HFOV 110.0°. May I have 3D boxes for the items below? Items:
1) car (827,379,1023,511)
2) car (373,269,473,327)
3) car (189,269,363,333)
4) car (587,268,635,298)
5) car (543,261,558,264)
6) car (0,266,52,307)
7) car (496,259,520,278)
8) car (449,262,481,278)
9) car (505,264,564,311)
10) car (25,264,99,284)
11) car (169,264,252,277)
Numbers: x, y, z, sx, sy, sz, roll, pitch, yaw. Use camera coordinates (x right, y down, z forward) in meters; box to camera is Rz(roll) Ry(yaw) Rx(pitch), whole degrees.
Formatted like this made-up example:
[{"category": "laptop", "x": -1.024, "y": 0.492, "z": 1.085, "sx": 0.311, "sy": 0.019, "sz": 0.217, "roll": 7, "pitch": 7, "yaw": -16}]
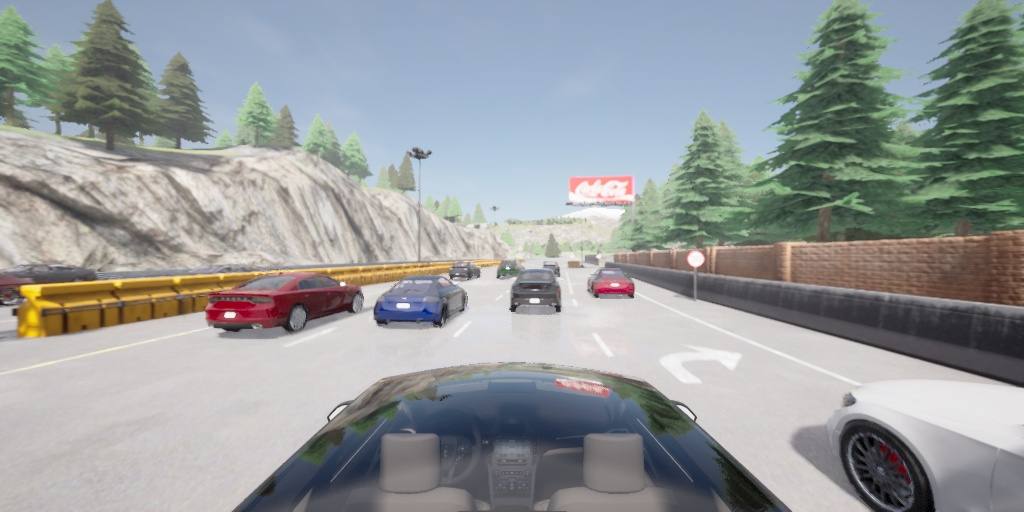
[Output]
[{"category": "car", "x": 3.690, "y": 1.281, "z": 1.201, "sx": 1.812, "sy": 1.442, "sz": 4.674, "roll": 0, "pitch": 0, "yaw": 1}, {"category": "car", "x": -2.758, "y": 1.309, "z": 11.638, "sx": 1.994, "sy": 1.385, "sz": 4.181, "roll": 0, "pitch": 0, "yaw": 5}, {"category": "car", "x": -6.340, "y": 1.218, "z": 10.767, "sx": 1.882, "sy": 1.535, "sz": 5.008, "roll": 0, "pitch": 0, "yaw": 4}, {"category": "car", "x": 5.068, "y": 1.318, "z": 18.752, "sx": 1.994, "sy": 1.385, "sz": 4.181, "roll": 0, "pitch": 0, "yaw": 7}, {"category": "car", "x": 3.869, "y": 1.241, "z": 35.961, "sx": 2.128, "sy": 1.511, "sz": 4.902, "roll": 0, "pitch": 0, "yaw": 8}, {"category": "car", "x": -20.458, "y": 1.246, "z": 12.762, "sx": 1.812, "sy": 1.442, "sz": 4.674, "roll": 0, "pitch": 0, "yaw": 5}, {"category": "car", "x": -0.062, "y": 1.096, "z": 33.080, "sx": 2.097, "sy": 1.767, "sz": 4.553, "roll": 0, "pitch": 0, "yaw": 8}, {"category": "car", "x": -3.946, "y": 1.231, "z": 30.571, "sx": 2.128, "sy": 1.511, "sz": 4.902, "roll": 0, "pitch": 0, "yaw": 8}, {"category": "car", "x": 1.013, "y": 1.254, "z": 14.413, "sx": 1.837, "sy": 1.490, "sz": 4.892, "roll": 0, "pitch": 0, "yaw": 6}, {"category": "car", "x": -26.723, "y": 1.202, "z": 20.110, "sx": 2.128, "sy": 1.511, "sz": 4.902, "roll": 0, "pitch": 0, "yaw": 7}, {"category": "car", "x": -16.202, "y": 1.217, "z": 19.698, "sx": 2.128, "sy": 1.511, "sz": 4.902, "roll": 0, "pitch": 0, "yaw": 7}]
